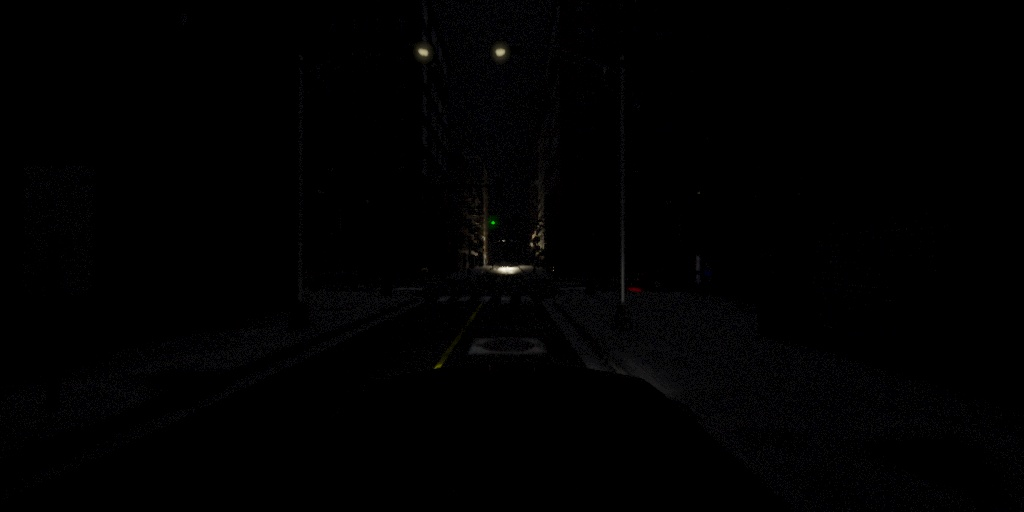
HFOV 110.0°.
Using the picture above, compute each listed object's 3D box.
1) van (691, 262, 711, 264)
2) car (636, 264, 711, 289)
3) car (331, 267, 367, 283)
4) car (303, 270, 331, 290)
[{"bbox_3d":[17.231,1.414,30.824,3.998,1.789,1.690,0,0,0],"label":"van"},{"bbox_3d":[11.399,1.510,25.433,5.008,1.535,1.882,0,0,0],"label":"car"},{"bbox_3d":[-14.733,1.622,30.865,4.313,1.339,1.948,0,0,0],"label":"car"},{"bbox_3d":[-14.747,1.314,22.840,5.009,1.841,2.192,0,0,0],"label":"car"}]
